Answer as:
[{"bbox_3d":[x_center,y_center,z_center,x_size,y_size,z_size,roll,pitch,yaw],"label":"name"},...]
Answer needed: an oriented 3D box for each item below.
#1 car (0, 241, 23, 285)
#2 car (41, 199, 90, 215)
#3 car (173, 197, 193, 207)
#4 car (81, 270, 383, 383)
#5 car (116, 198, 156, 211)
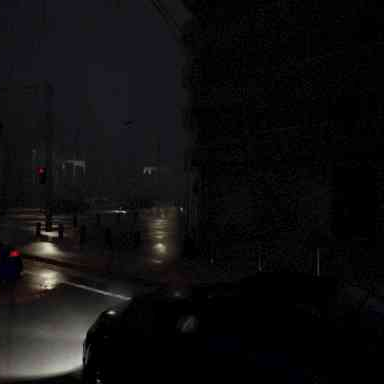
[{"bbox_3d":[-6.084,1.564,8.315,4.181,1.385,1.994,0,0,36],"label":"car"},{"bbox_3d":[-12.539,1.449,33.120,1.837,1.490,4.892,0,0,36],"label":"car"},{"bbox_3d":[-0.751,1.449,49.406,1.837,1.490,4.892,0,0,36],"label":"car"},{"bbox_3d":[0.767,1.564,3.445,4.181,1.385,1.994,0,0,36],"label":"car"},{"bbox_3d":[-6.808,1.492,41.050,2.033,1.411,5.357,0,0,36],"label":"car"}]
